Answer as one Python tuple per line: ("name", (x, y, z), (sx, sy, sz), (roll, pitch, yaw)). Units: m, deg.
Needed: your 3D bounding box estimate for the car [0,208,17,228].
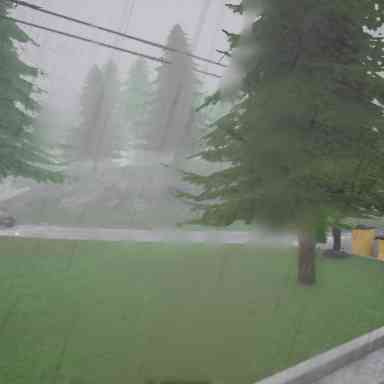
("car", (-13.219, 1.514, 21.045), (4.892, 1.490, 1.837), (0, 0, 27))
